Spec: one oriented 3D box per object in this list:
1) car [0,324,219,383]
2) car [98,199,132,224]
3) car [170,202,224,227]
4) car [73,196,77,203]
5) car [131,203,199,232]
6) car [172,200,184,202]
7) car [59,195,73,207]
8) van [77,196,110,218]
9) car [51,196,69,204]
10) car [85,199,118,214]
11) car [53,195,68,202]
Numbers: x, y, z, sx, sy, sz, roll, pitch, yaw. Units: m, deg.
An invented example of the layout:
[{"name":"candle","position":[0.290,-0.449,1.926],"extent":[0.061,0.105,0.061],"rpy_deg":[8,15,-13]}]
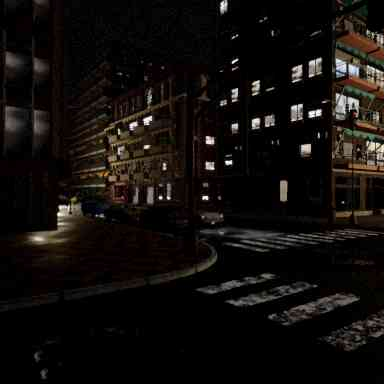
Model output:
[{"name":"car","position":[-2.228,1.548,1.409],"extent":[5.357,1.411,2.033],"rpy_deg":[0,0,-31]},{"name":"car","position":[-4.920,1.458,24.272],"extent":[1.752,1.417,4.829],"rpy_deg":[0,0,-36]},{"name":"car","position":[-0.004,1.554,21.867],"extent":[1.895,1.301,4.718],"rpy_deg":[0,0,-36]},{"name":"car","position":[-21.445,1.447,61.636],"extent":[1.752,1.417,4.829],"rpy_deg":[0,0,-36]},{"name":"car","position":[-1.716,1.525,19.811],"extent":[1.802,1.307,4.206],"rpy_deg":[0,0,-36]},{"name":"car","position":[-1.618,1.487,34.037],"extent":[1.752,1.417,4.829],"rpy_deg":[0,0,-36]},{"name":"car","position":[-19.788,1.562,49.577],"extent":[1.895,1.301,4.718],"rpy_deg":[0,0,-36]},{"name":"van","position":[-8.323,1.265,29.010],"extent":[1.690,1.788,3.998],"rpy_deg":[0,0,-36]},{"name":"car","position":[-24.402,1.456,61.292],"extent":[2.033,1.411,5.357],"rpy_deg":[0,0,-35]},{"name":"car","position":[-9.676,1.492,35.339],"extent":[1.994,1.385,4.181],"rpy_deg":[0,0,-35]},{"name":"car","position":[-27.954,1.360,70.697],"extent":[1.967,1.590,4.097],"rpy_deg":[0,0,-36]}]
